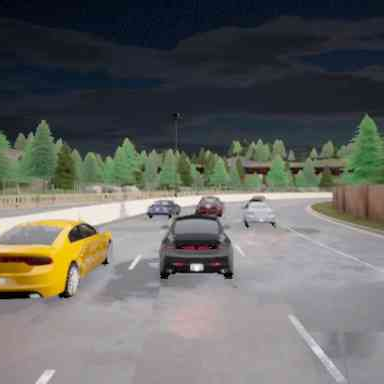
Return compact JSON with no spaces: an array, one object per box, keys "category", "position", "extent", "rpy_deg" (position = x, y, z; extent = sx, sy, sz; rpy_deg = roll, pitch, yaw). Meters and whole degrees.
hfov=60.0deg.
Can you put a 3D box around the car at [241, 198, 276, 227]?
[{"category":"car","position":[4.193,1.353,21.285],"extent":[1.812,1.442,4.674],"rpy_deg":[0,1,5]}]

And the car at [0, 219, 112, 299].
[{"category":"car","position":[-3.387,1.409,8.337],"extent":[1.882,1.535,5.008],"rpy_deg":[0,0,0]}]

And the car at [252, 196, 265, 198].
[{"category":"car","position":[7.808,1.193,38.637],"extent":[1.837,1.490,4.892],"rpy_deg":[0,0,17]}]

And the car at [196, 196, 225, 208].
[{"category":"car","position":[1.605,1.127,27.723],"extent":[2.097,1.767,4.553],"rpy_deg":[0,0,9]}]

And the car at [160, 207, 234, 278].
[{"category":"car","position":[0.124,1.424,9.895],"extent":[1.837,1.490,4.892],"rpy_deg":[0,0,0]}]

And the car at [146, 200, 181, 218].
[{"category":"car","position":[-2.161,1.329,26.894],"extent":[2.033,1.411,5.357],"rpy_deg":[0,0,9]}]
